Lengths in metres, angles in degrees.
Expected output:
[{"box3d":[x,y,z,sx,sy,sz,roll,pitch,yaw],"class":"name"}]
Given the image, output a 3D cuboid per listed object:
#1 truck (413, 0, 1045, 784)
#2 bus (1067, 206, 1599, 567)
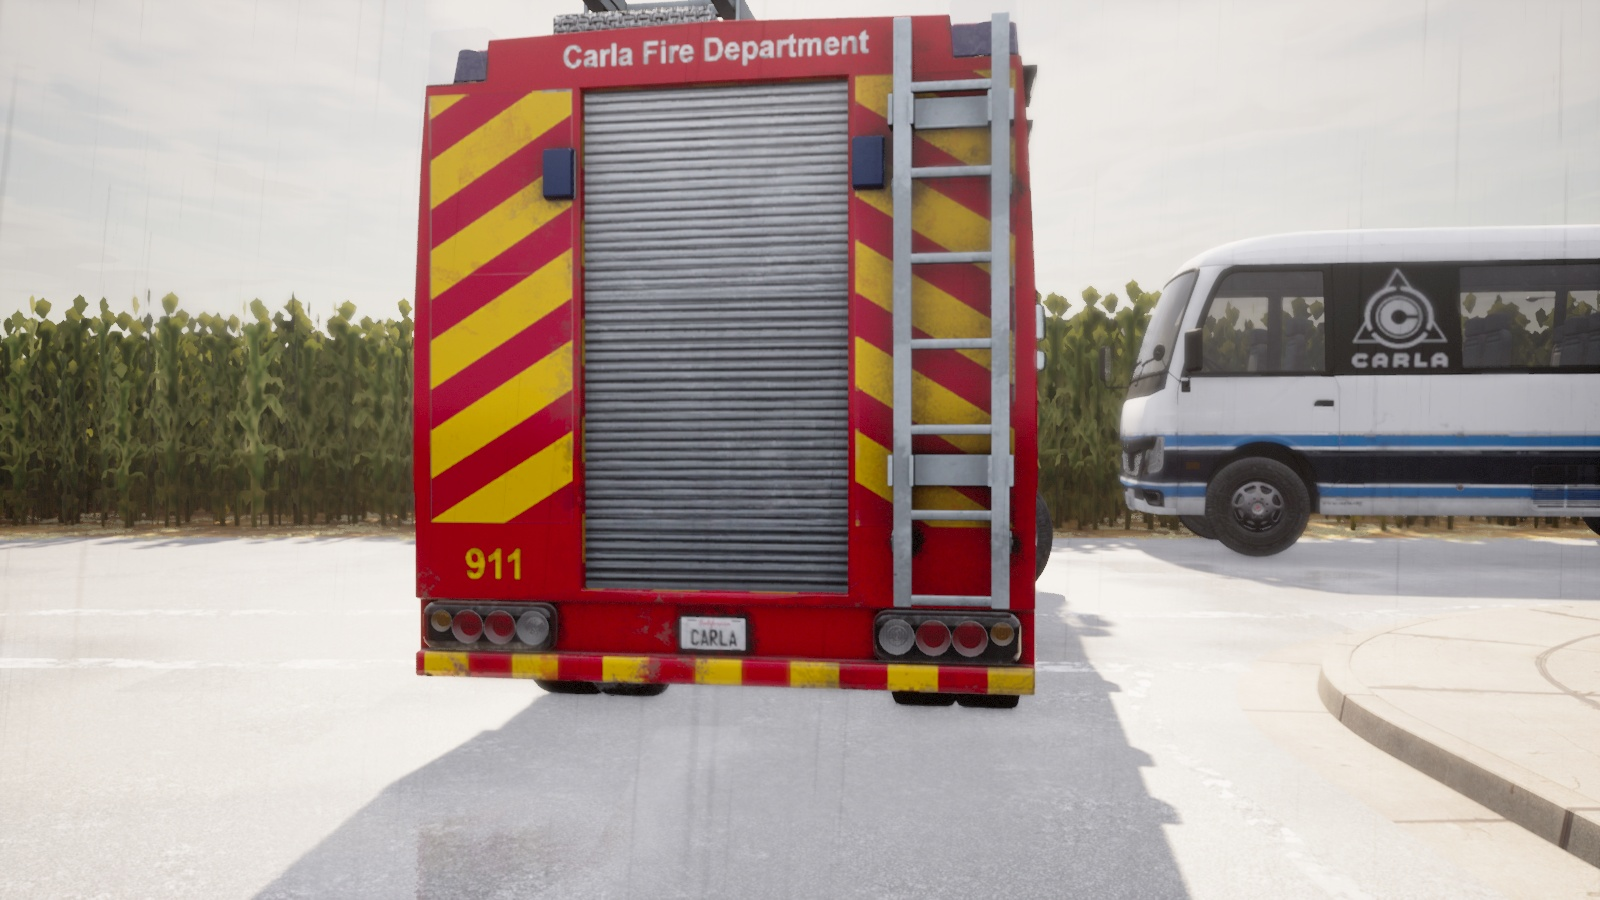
[{"box3d":[0.310,-0.507,9.809,2.891,3.827,8.468,0,0,9],"class":"truck"},{"box3d":[8.975,-0.762,16.840,10.273,4.253,3.944,0,1,8],"class":"bus"}]
